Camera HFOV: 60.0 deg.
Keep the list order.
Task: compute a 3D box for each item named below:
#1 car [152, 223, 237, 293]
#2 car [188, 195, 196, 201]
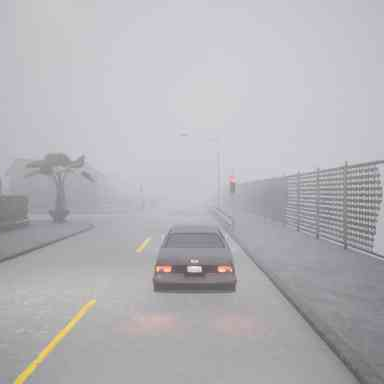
[{"bbox_3d":[0.072,1.547,8.972,2.033,1.411,5.357,0,0,1],"label":"car"},{"bbox_3d":[0.088,1.552,86.622,1.994,1.385,4.181,0,0,0],"label":"car"}]
